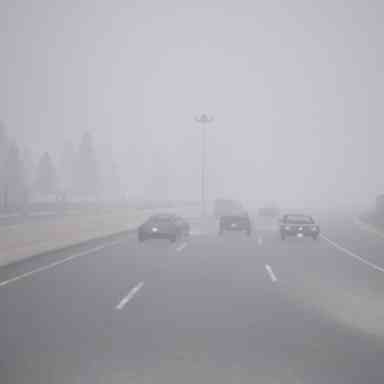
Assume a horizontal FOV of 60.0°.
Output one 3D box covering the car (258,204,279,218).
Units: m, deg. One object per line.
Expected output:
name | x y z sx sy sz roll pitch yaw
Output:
car | 8.913 2.140 38.274 1.812 1.442 4.674 0 -1 25

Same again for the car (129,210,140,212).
car | -6.858 2.136 46.229 2.128 1.511 4.902 0 -1 25

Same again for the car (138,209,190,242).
car | -1.411 1.823 18.009 1.994 1.385 4.181 0 -1 11

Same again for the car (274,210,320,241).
car | 5.884 1.913 18.837 1.895 1.301 4.718 0 -1 12

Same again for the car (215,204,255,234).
car | 2.997 1.815 21.698 1.882 1.535 5.008 0 -1 14

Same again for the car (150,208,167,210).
car | -3.723 2.203 44.679 1.994 1.385 4.181 0 -1 26

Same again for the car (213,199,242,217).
car | 4.028 1.774 35.944 2.150 2.045 5.566 0 -1 22
